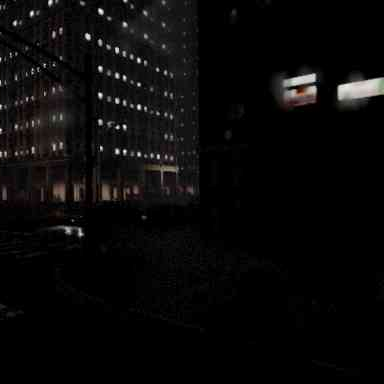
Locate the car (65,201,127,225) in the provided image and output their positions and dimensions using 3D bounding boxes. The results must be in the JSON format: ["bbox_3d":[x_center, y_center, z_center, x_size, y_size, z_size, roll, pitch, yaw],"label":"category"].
[{"bbox_3d":[-5.671,1.296,22.213,2.033,1.411,5.357,0,1,35],"label":"car"}]

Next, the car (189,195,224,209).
[{"bbox_3d":[1.667,1.051,37.087,1.947,1.339,4.313,1,1,35],"label":"car"}]

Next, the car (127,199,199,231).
[{"bbox_3d":[-1.216,1.291,18.462,1.947,1.339,4.313,1,1,35],"label":"car"}]

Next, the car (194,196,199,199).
[{"bbox_3d":[1.181,1.025,31.925,1.882,1.535,5.008,0,2,35],"label":"car"}]
